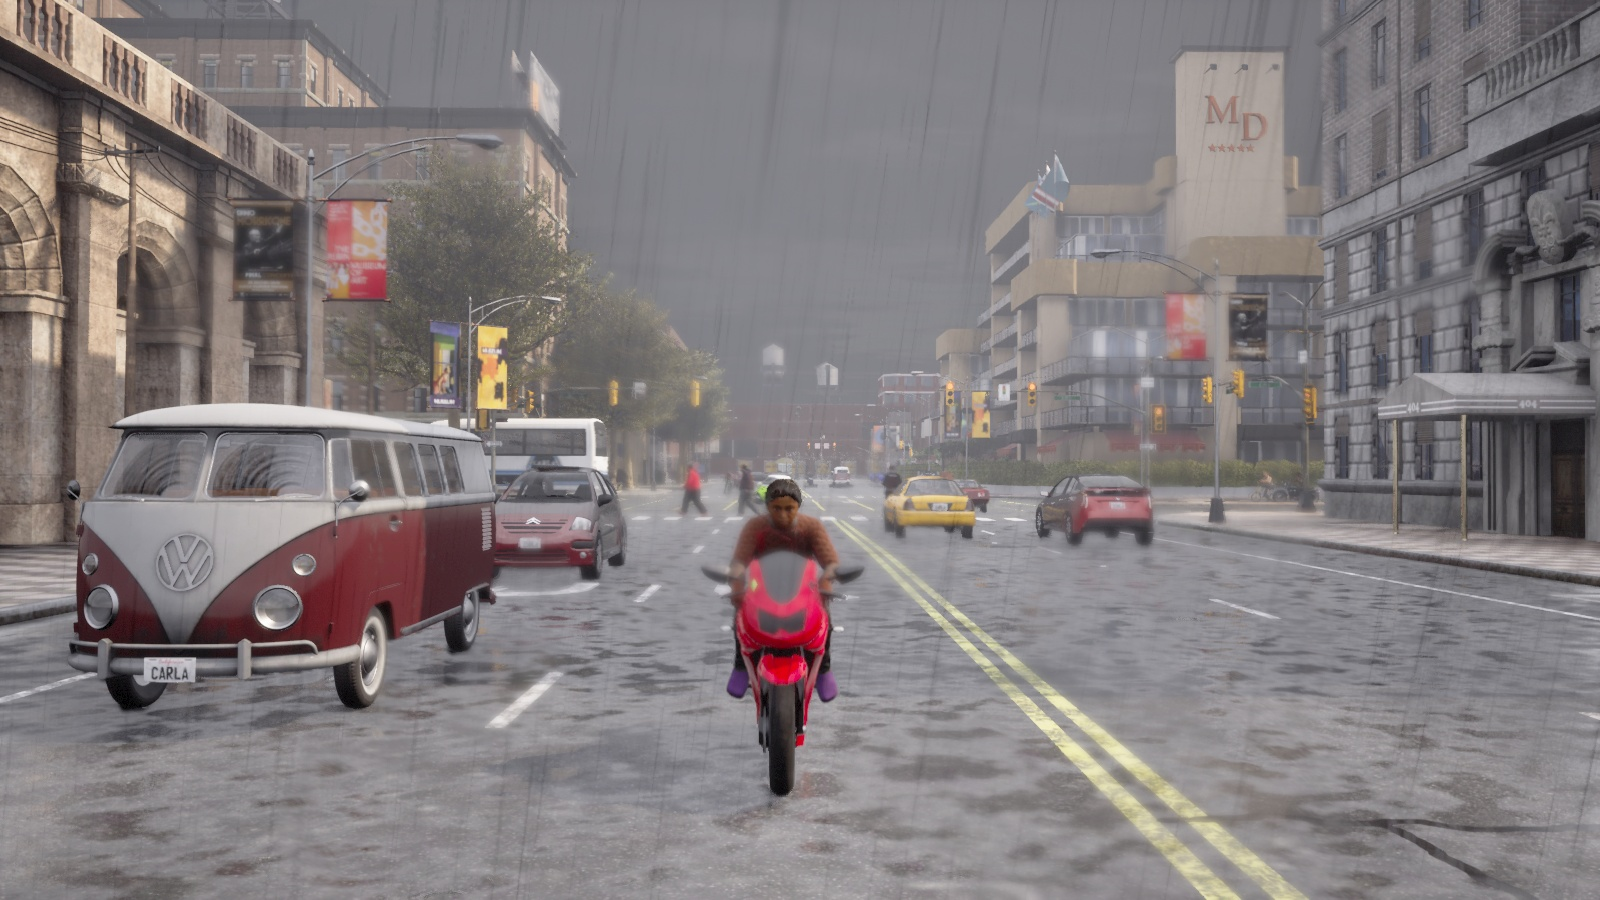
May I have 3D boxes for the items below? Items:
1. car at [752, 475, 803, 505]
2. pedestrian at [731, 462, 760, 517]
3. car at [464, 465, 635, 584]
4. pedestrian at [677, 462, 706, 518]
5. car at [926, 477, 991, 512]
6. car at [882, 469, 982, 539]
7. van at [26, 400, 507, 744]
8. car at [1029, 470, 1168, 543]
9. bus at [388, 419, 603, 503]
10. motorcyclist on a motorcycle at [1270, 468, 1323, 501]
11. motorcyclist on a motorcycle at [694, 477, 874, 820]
[{"bbox_3d":[-1.054,1.862,59.004,1.481,1.376,2.207,1,-1,-32],"label":"car"},{"bbox_3d":[-1.830,1.320,41.968,0.899,1.844,0.634,0,-1,4],"label":"pedestrian"},{"bbox_3d":[-3.690,1.049,19.162,1.851,1.617,3.988,0,-1,-1],"label":"car"},{"bbox_3d":[-3.605,1.332,41.796,0.899,1.844,0.634,0,-1,0],"label":"pedestrian"},{"bbox_3d":[6.267,1.729,50.115,1.895,1.301,4.718,0,-1,-1],"label":"car"},{"bbox_3d":[3.131,1.257,30.810,1.801,1.575,5.366,0,-1,-1],"label":"car"},{"bbox_3d":[-3.607,0.741,9.502,1.775,1.987,4.442,0,-1,-1],"label":"van"},{"bbox_3d":[6.674,1.213,28.579,2.007,1.525,4.514,0,-1,-1],"label":"car"},{"bbox_3d":[-15.881,0.609,66.122,10.273,4.253,3.944,0,-1,4],"label":"bus"},{"bbox_3d":[24.891,1.721,62.998,2.350,1.649,0.766,0,-1,-1],"label":"motorcyclist on a motorcycle"},{"bbox_3d":[-0.082,0.909,6.641,0.797,1.523,2.044,0,-1,0],"label":"motorcyclist on a motorcycle"}]
